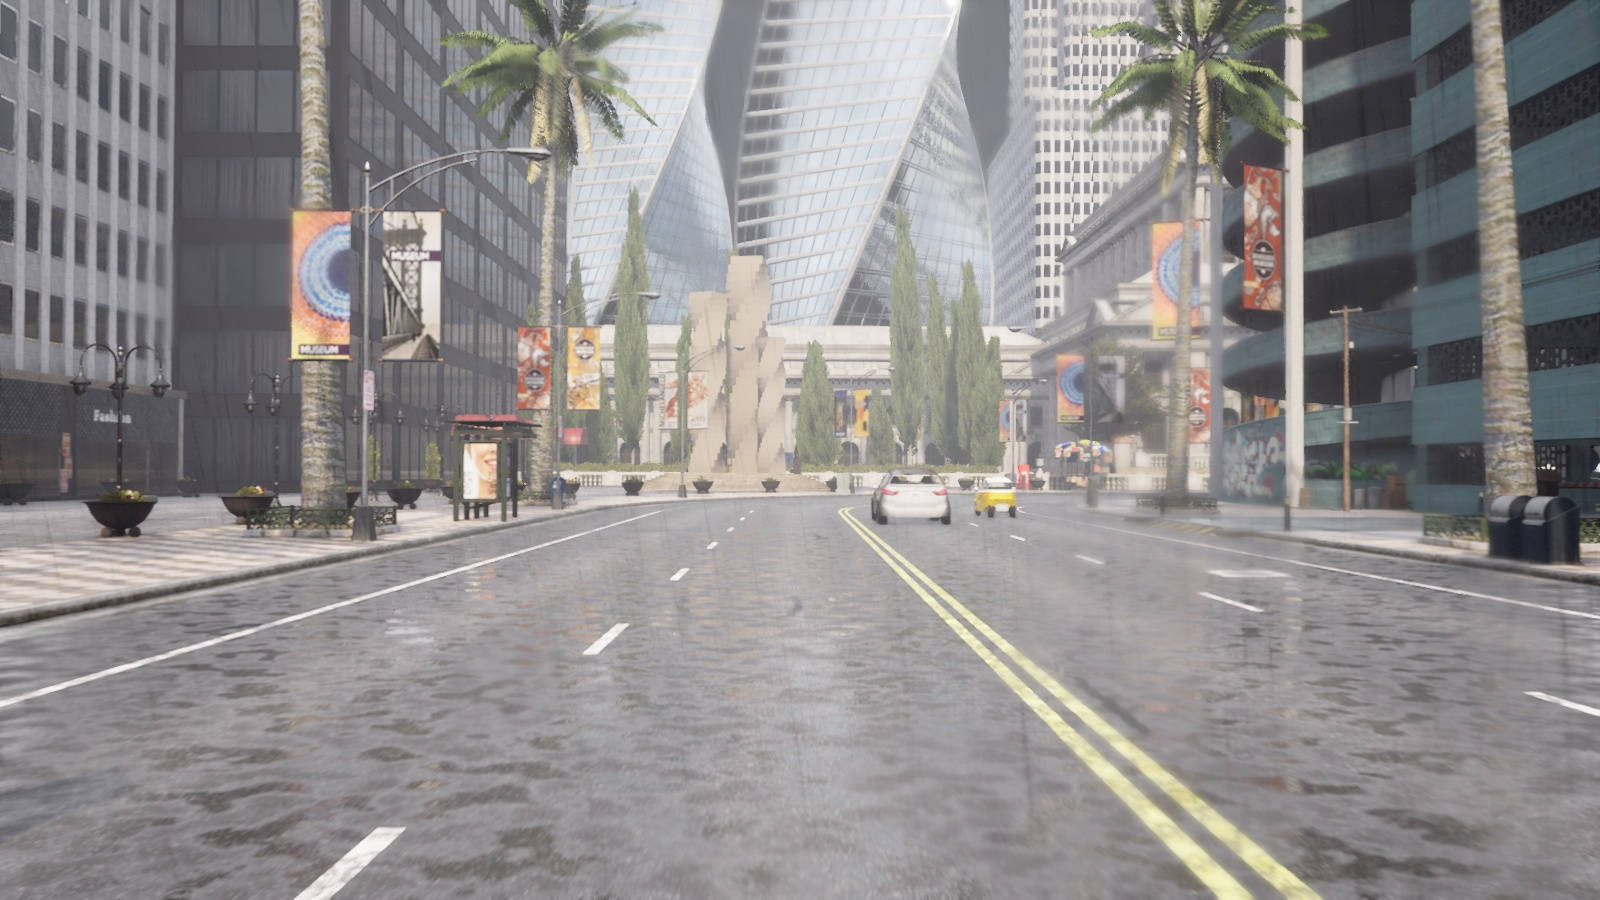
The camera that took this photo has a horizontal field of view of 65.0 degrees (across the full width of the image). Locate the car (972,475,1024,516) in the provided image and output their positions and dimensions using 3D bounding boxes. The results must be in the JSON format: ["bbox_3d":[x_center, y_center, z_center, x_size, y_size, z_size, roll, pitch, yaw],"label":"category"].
[{"bbox_3d":[6.903,1.578,43.991,1.481,1.376,2.207,0,-1,0],"label":"car"}]

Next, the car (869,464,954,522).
[{"bbox_3d":[3.401,1.301,39.186,2.242,1.667,4.611,0,-1,0],"label":"car"}]
